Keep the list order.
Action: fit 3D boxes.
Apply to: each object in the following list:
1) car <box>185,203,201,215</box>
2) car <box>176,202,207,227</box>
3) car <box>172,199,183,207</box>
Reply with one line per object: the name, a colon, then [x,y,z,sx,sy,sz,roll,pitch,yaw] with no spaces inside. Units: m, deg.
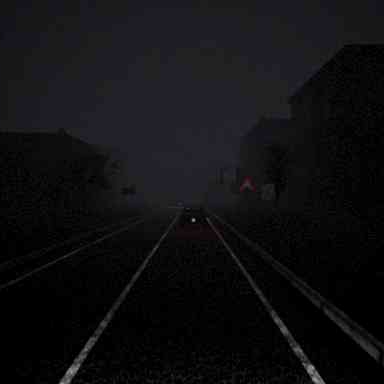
car: [0.095,2.077,42.174,1.895,1.301,4.718,0,-1,0]
car: [0.100,1.715,24.684,2.128,1.511,4.902,0,-1,0]
car: [-3.002,2.299,69.622,1.837,1.490,4.892,0,-1,0]
